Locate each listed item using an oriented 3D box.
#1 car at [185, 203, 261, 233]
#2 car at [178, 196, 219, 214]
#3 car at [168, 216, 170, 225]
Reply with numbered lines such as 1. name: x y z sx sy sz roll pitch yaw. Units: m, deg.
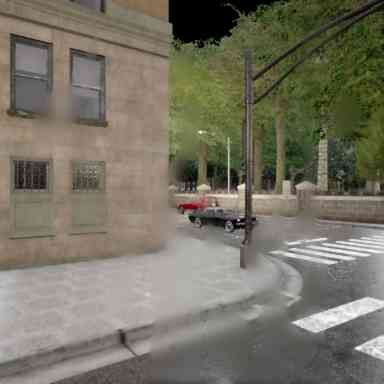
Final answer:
1. car: 1.846 1.585 19.878 1.895 1.301 4.718 0 0 -35
2. car: 0.601 1.285 31.822 2.192 1.841 5.009 0 0 -35
3. car: -3.169 1.544 22.284 1.947 1.339 4.313 0 0 -35
